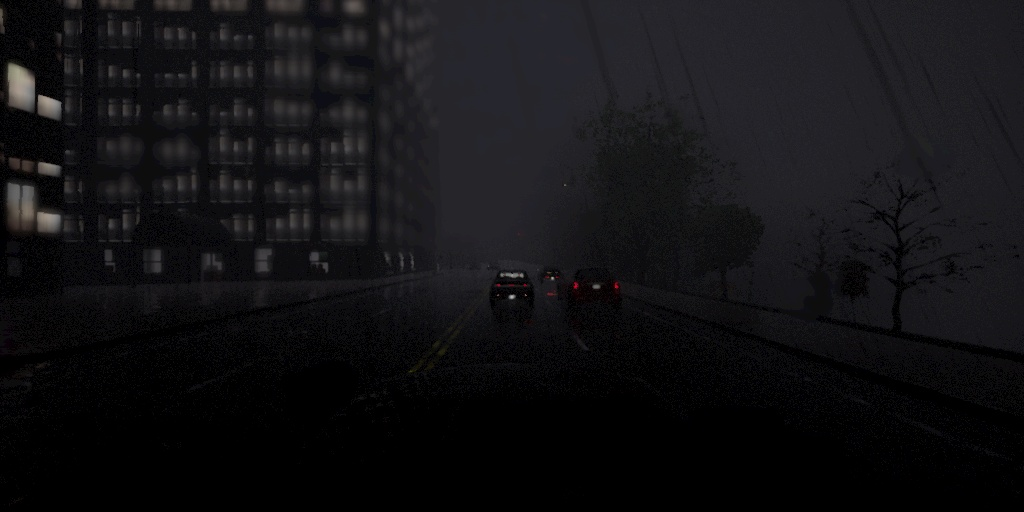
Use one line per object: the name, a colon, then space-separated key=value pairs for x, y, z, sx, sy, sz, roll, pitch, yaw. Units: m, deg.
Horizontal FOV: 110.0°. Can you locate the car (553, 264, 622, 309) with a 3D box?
car: x=3.253 y=1.232 z=15.915 sx=2.097 sy=1.767 sz=4.553 roll=0 pitch=-1 yaw=0

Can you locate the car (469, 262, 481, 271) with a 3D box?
car: x=-6.505 y=1.837 z=63.258 sx=1.837 sy=1.490 sz=4.892 roll=0 pitch=-1 yaw=0

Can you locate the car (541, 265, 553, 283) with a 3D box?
car: x=3.255 y=1.531 z=31.135 sx=1.837 sy=1.490 sz=4.892 roll=0 pitch=0 yaw=0

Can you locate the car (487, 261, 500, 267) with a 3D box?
car: x=-3.253 y=1.675 z=63.486 sx=2.097 sy=1.767 sz=4.553 roll=0 pitch=0 yaw=0

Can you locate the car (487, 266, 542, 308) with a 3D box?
car: x=0.005 y=1.376 z=16.147 sx=2.128 sy=1.511 sz=4.902 roll=0 pitch=0 yaw=0
